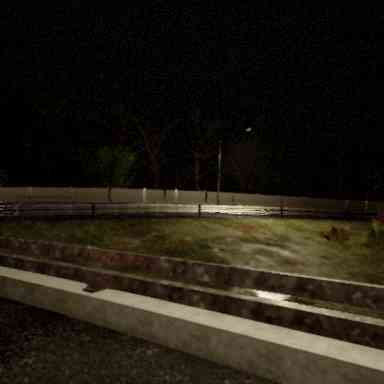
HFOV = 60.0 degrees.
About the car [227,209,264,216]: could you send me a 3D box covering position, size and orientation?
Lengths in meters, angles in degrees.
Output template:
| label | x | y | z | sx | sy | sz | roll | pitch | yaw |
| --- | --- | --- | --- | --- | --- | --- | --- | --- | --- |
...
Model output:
| label | x | y | z | sx | sy | sz | roll | pitch | yaw |
| --- | --- | --- | --- | --- | --- | --- | --- | --- | --- |
| car | 6.750 | 2.402 | 42.398 | 4.718 | 1.301 | 1.895 | 3 | -1 | -24 |
